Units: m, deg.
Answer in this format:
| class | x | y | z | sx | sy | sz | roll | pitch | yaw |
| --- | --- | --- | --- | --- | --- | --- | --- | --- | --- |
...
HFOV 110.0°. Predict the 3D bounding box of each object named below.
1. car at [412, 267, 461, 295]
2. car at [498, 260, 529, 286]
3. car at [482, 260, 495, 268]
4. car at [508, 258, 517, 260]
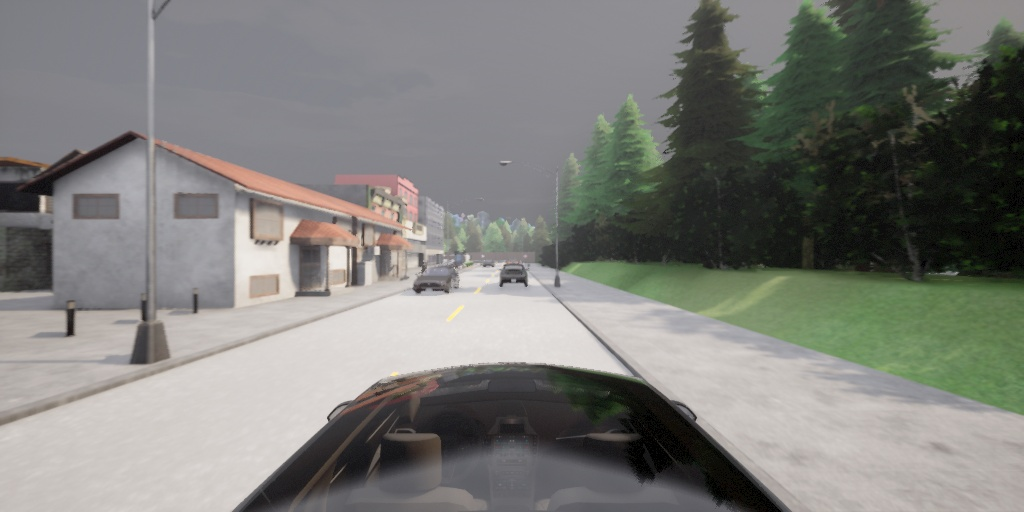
| class | x | y | z | sx | sy | sz | roll | pitch | yaw |
| --- | --- | --- | --- | --- | --- | --- | --- | --- | --- |
| car | -4.092 | 1.306 | 20.332 | 2.033 | 1.411 | 5.357 | 0 | 0 | 0 |
| car | 0.112 | 1.267 | 25.091 | 1.837 | 1.490 | 4.892 | 0 | 0 | 0 |
| car | -3.986 | 1.326 | 61.473 | 2.033 | 1.411 | 5.357 | 0 | 0 | 1 |
| car | 0.139 | 1.126 | 54.377 | 2.097 | 1.767 | 4.553 | 0 | 0 | 0 |
